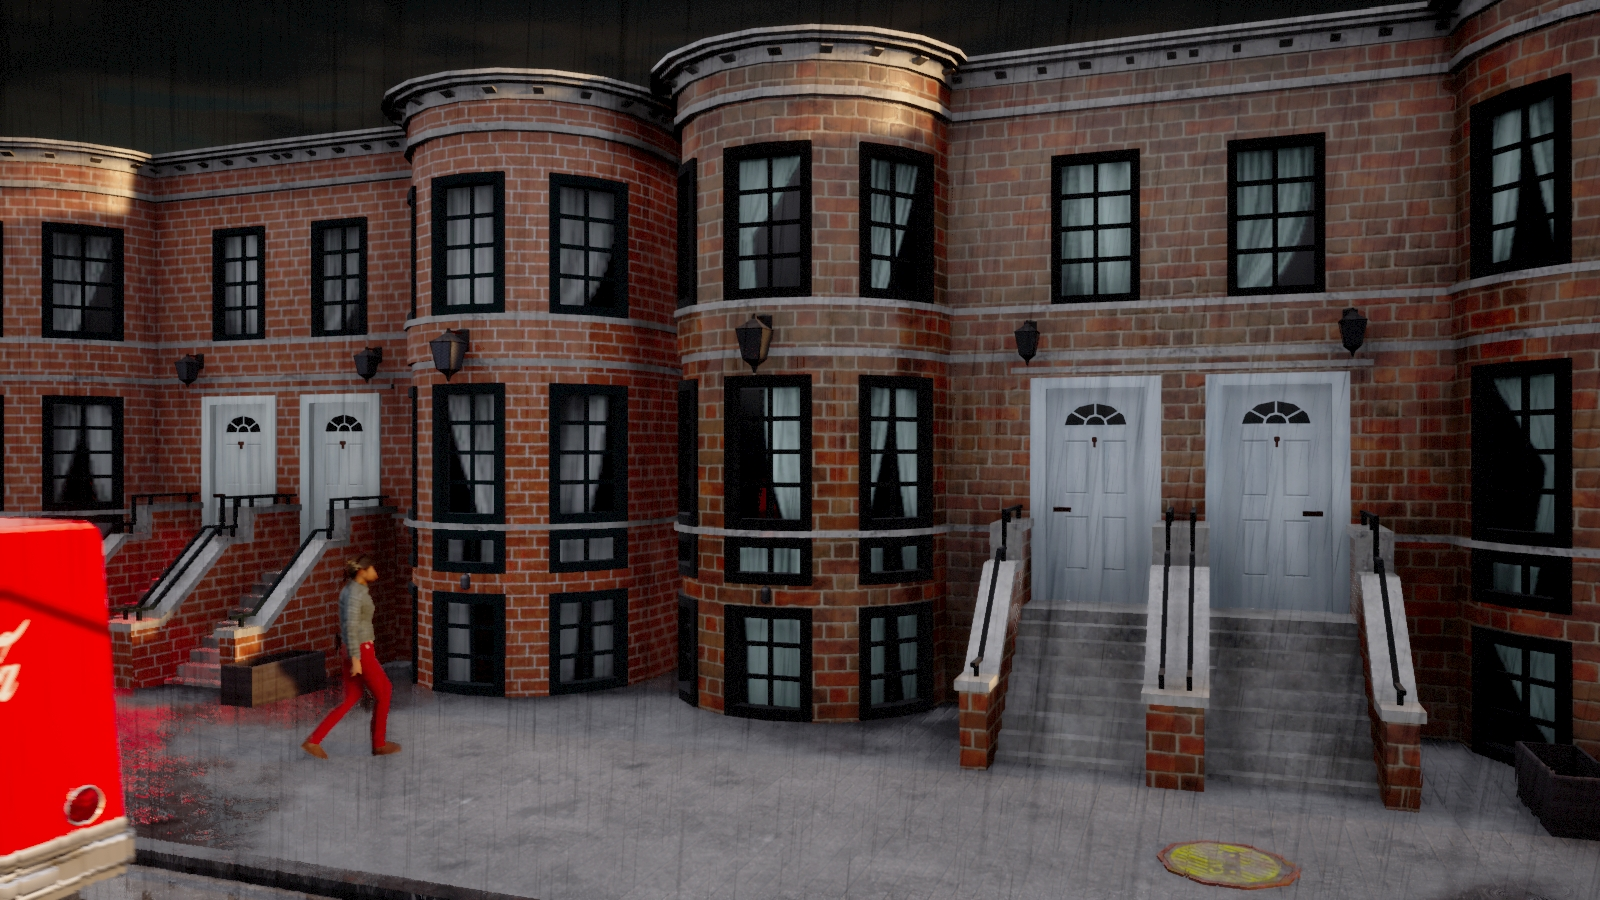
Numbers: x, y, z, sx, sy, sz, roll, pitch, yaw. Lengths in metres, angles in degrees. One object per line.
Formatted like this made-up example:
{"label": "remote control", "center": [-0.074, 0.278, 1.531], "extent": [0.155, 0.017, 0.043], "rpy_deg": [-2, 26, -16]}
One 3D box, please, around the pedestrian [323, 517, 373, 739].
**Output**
{"label": "pedestrian", "center": [-3.942, 1.528, 9.957], "extent": [0.375, 1.860, 0.375], "rpy_deg": [0, 0, -26]}

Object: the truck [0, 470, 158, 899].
{"label": "truck", "center": [-6.591, 1.352, 6.230], "extent": [5.204, 2.467, 2.627], "rpy_deg": [0, 0, 20]}
